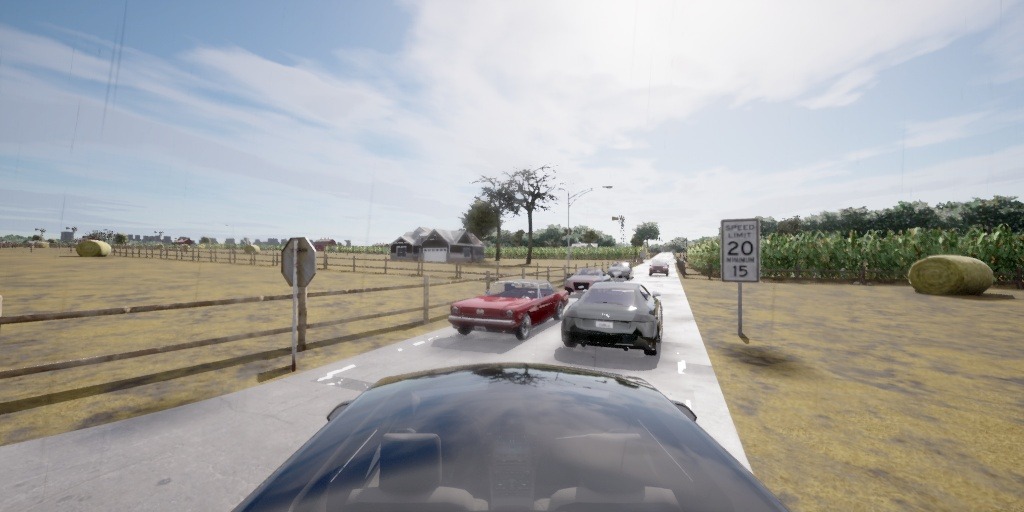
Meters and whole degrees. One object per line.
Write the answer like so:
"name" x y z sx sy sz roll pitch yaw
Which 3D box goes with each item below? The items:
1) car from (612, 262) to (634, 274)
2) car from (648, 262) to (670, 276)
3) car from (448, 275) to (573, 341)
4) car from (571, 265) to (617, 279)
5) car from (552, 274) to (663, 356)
"car" 9.553 1.299 31.480 2.128 1.511 4.902 0 0 25
"car" 15.517 1.341 37.850 1.812 1.442 4.674 0 0 24
"car" 0.150 1.373 10.322 1.895 1.301 4.718 0 0 24
"car" 4.217 1.355 19.489 1.994 1.385 4.181 0 0 24
"car" 2.630 1.326 8.886 1.994 1.385 4.181 0 0 24
